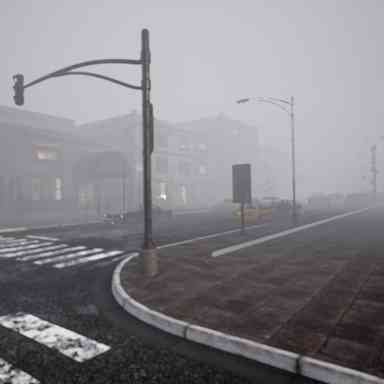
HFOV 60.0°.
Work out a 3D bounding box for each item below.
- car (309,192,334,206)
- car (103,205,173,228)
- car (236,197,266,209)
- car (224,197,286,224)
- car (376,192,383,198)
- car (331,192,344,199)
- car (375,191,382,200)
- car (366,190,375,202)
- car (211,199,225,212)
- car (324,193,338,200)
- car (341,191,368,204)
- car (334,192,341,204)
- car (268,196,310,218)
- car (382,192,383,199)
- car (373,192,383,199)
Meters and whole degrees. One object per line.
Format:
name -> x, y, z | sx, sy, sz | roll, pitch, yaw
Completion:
car -> 16.652, 1.101, 43.433 | 1.994, 1.385, 4.181 | -1, 0, 36
car -> -3.361, 1.474, 21.284 | 1.895, 1.301, 4.718 | -1, 0, 36
car -> 7.163, 1.300, 40.142 | 1.802, 1.307, 4.206 | -1, 0, 36
car -> 4.273, 1.246, 21.925 | 1.752, 1.417, 4.829 | -1, 0, 36
car -> 43.053, 0.656, 75.229 | 1.887, 1.381, 4.507 | -1, 0, 36
car -> 33.198, 0.751, 75.937 | 1.967, 1.590, 4.097 | -1, 0, 36
car -> 33.461, 0.574, 62.057 | 2.192, 1.841, 5.009 | -1, 0, 36
car -> 26.866, 0.864, 52.226 | 1.837, 1.490, 4.892 | -1, 0, 36
car -> 3.808, 1.297, 35.530 | 1.752, 1.417, 4.829 | -1, 0, 36
car -> 29.944, 0.943, 71.463 | 1.802, 1.307, 4.206 | -1, 0, 36
car -> 22.743, 0.902, 46.568 | 1.882, 1.535, 5.008 | -1, 0, 36
car -> 21.841, 0.960, 50.664 | 1.837, 1.490, 4.892 | -1, 0, 36
car -> 7.428, 1.221, 26.262 | 2.008, 1.369, 4.403 | -1, 0, 36
car -> 36.719, 0.774, 66.532 | 1.947, 1.339, 4.313 | -1, 0, 36
car -> 39.973, 0.724, 71.007 | 1.947, 1.339, 4.313 | -1, 0, 36
